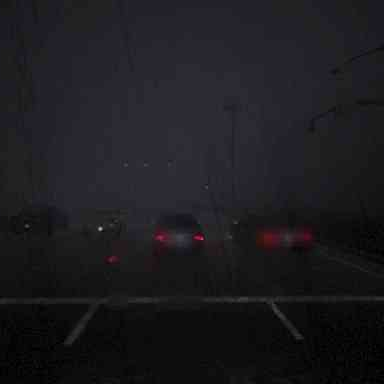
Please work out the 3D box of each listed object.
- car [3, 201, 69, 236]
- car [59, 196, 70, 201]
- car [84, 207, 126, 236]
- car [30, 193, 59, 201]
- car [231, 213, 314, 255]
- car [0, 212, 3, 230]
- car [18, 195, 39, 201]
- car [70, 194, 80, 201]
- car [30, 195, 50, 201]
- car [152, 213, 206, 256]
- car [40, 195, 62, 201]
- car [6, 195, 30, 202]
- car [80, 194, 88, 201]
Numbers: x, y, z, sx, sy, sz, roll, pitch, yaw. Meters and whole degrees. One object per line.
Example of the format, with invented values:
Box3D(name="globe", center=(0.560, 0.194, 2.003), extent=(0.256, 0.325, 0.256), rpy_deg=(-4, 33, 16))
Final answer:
Box3D(name="car", center=(-8.240, 1.481, 18.439), extent=(1.882, 1.535, 5.008), rpy_deg=(0, 0, -7))
Box3D(name="car", center=(-30.569, 1.605, 75.153), extent=(4.718, 1.301, 1.895), rpy_deg=(0, 0, 32))
Box3D(name="car", center=(-4.696, 1.526, 18.276), extent=(1.812, 1.442, 4.674), rpy_deg=(0, 0, -7))
Box3D(name="car", center=(-31.821, 1.237, 71.761), extent=(5.566, 2.045, 2.150), rpy_deg=(0, 0, 36))
Box3D(name="car", center=(2.905, 1.543, 13.238), extent=(2.033, 1.411, 5.357), rpy_deg=(0, 0, -5))
Box3D(name="car", center=(-11.736, 1.531, 18.187), extent=(1.812, 1.442, 4.674), rpy_deg=(0, 0, -7))
Box3D(name="car", center=(-39.374, 1.476, 79.910), extent=(4.674, 1.442, 1.812), rpy_deg=(0, 0, 22))
Box3D(name="car", center=(-29.316, 1.561, 78.512), extent=(4.181, 1.385, 1.994), rpy_deg=(0, 0, 32))
Box3D(name="car", center=(-38.028, 1.537, 83.140), extent=(4.718, 1.301, 1.895), rpy_deg=(0, 0, 22))
Box3D(name="car", center=(-0.596, 1.545, 13.203), extent=(2.033, 1.411, 5.357), rpy_deg=(0, 0, -5))
Box3D(name="car", center=(-36.626, 1.472, 86.348), extent=(5.357, 1.411, 2.033), rpy_deg=(0, 0, 22))
Box3D(name="car", center=(-36.833, 1.371, 70.846), extent=(4.553, 1.767, 2.097), rpy_deg=(0, 0, 29))
Box3D(name="car", center=(-27.795, 1.362, 81.712), extent=(4.553, 1.767, 2.097), rpy_deg=(0, 0, 32))
